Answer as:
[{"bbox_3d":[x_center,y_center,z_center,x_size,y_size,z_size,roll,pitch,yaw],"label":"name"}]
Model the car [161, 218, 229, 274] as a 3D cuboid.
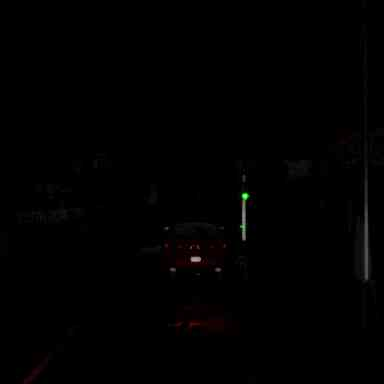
[{"bbox_3d":[0.094,1.598,11.008,1.882,1.535,5.008,0,-1,0],"label":"car"}]
